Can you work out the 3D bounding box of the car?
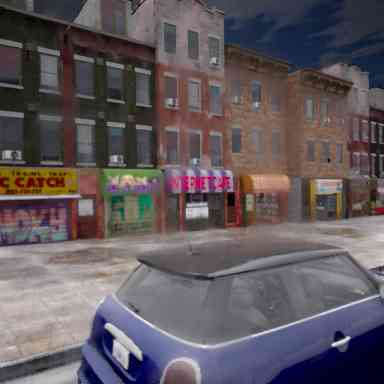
[{"bbox_3d":[1.139,1.351,3.976,4.553,1.767,2.097,0,0,-35],"label":"car"}]
